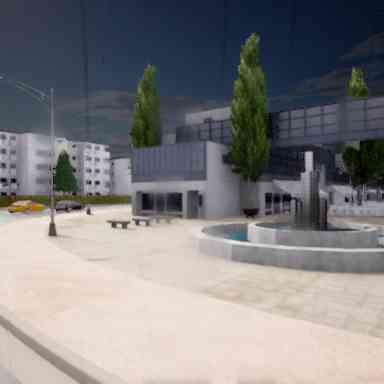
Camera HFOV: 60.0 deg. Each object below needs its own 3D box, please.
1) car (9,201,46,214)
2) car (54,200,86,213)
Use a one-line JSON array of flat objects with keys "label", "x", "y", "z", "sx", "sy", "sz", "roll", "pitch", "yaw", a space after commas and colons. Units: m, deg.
[{"label": "car", "x": -19.386, "y": 1.776, "z": 39.378, "sx": 1.882, "sy": 1.535, "sz": 5.008, "roll": 0, "pitch": 0, "yaw": 9}, {"label": "car", "x": -15.279, "y": 1.796, "z": 41.778, "sx": 2.128, "sy": 1.511, "sz": 4.902, "roll": 0, "pitch": -1, "yaw": 14}]
